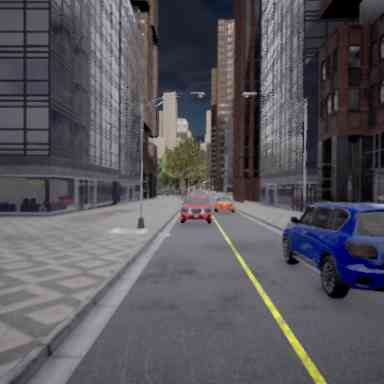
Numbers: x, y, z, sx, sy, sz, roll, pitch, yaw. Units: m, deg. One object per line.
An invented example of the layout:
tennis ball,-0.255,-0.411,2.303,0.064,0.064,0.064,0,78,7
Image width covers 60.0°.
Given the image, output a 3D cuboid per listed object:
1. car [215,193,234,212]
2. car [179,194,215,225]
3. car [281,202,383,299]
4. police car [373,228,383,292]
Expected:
car,3.581,1.357,38.315,2.097,1.767,4.553,0,0,1
car,0.317,1.213,24.583,2.150,2.045,5.566,0,0,1
car,3.998,1.256,8.673,2.150,2.045,5.566,0,0,1
police car,3.915,1.458,2.755,1.930,1.638,5.238,0,0,1
